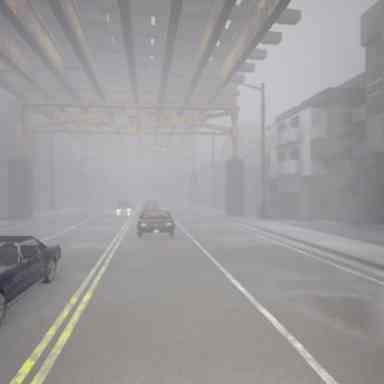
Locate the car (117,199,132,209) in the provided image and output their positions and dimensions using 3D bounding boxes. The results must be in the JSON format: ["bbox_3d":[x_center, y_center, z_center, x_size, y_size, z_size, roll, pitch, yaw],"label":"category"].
[{"bbox_3d":[-9.709,1.678,48.111,1.895,1.301,4.718,-1,0,-7],"label":"car"}]

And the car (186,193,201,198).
[{"bbox_3d":[0.994,1.003,95.007,4.974,1.542,2.038,-1,1,-28],"label":"car"}]

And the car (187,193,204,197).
[{"bbox_3d":[1.039,0.845,95.029,4.536,1.218,1.853,-1,1,-28],"label":"car"}]

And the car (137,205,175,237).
[{"bbox_3d":[-2.027,1.620,18.415,1.895,1.301,4.718,-1,0,-8],"label":"car"}]

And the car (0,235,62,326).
[{"bbox_3d":[-4.243,1.640,6.851,1.895,1.301,4.718,-1,0,-7],"label":"car"}]

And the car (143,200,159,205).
[{"bbox_3d":[-4.953,1.611,40.311,1.994,1.385,4.181,-1,0,-8],"label":"car"}]
